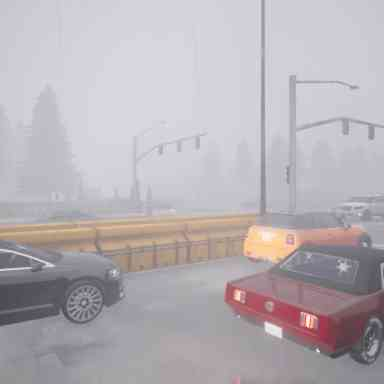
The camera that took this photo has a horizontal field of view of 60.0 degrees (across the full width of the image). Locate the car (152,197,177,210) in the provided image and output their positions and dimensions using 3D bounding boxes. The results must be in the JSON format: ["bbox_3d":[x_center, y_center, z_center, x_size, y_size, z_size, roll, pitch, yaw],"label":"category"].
[{"bbox_3d":[-4.253,1.559,43.979,1.994,1.385,4.181,0,0,-36],"label":"car"}]

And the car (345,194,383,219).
[{"bbox_3d":[13.932,1.216,26.857,5.566,2.045,2.150,0,0,-36],"label":"car"}]

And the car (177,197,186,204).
[{"bbox_3d":[-3.208,1.540,60.849,2.033,1.411,5.357,0,0,-35],"label":"car"}]

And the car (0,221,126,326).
[{"bbox_3d":[-3.543,1.491,5.511,4.902,1.511,2.128,0,0,-36],"label":"car"}]

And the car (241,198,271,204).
[{"bbox_3d":[8.476,1.519,44.288,1.812,1.442,4.674,-1,0,-37],"label":"car"}]

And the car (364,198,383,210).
[{"bbox_3d":[24.219,1.554,42.810,4.181,1.385,1.994,0,0,-35],"label":"car"}]

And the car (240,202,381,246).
[{"bbox_3d":[3.870,1.350,10.817,4.553,1.767,2.097,0,0,-36],"label":"car"}]

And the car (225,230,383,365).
[{"bbox_3d":[2.922,1.600,5.837,4.718,1.301,1.895,0,0,-36],"label":"car"}]

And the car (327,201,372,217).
[{"bbox_3d":[15.238,1.594,32.095,4.718,1.301,1.895,0,0,-36],"label":"car"}]

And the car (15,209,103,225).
[{"bbox_3d":[-6.548,1.564,16.525,4.181,1.385,1.994,0,0,-36],"label":"car"}]
